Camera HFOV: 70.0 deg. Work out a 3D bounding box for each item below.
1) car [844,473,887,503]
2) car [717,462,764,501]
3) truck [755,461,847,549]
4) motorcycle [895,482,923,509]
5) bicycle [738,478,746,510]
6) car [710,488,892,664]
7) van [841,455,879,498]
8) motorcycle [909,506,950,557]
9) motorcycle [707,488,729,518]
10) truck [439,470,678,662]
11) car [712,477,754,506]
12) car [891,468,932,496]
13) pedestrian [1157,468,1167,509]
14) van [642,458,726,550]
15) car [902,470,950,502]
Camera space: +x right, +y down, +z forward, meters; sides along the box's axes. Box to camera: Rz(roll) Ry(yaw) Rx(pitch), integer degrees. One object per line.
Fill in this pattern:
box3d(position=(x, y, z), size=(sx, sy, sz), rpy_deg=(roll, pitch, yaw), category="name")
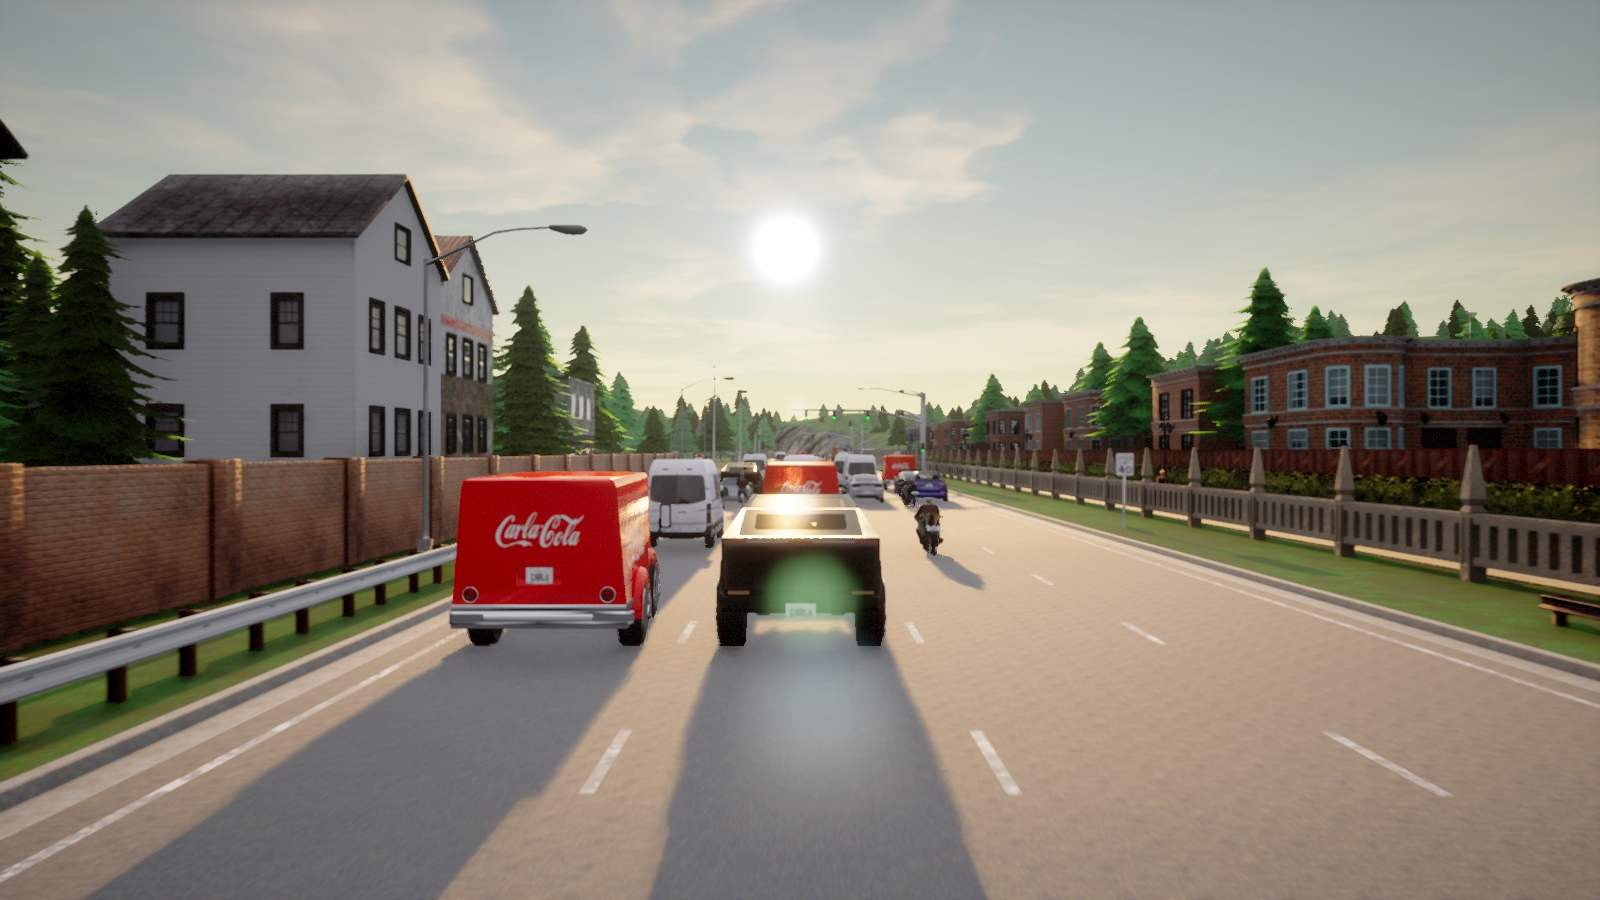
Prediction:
box3d(position=(3.577, 2.071, 63.089), size=(2.097, 1.535, 5.006), rpy_deg=(0, 0, 0), category="car")
box3d(position=(-3.418, 1.792, 66.977), size=(2.390, 2.098, 6.274), rpy_deg=(0, 0, 0), category="car")
box3d(position=(0.038, 1.591, 35.207), size=(2.627, 2.467, 5.204), rpy_deg=(0, 0, 0), category="truck")
box3d(position=(5.446, 2.238, 57.071), size=(0.867, 1.251, 2.209), rpy_deg=(0, 0, -10), category="motorcycle")
box3d(position=(-2.810, 2.092, 55.135), size=(0.329, 1.471, 1.835), rpy_deg=(0, 0, -5), category="bicycle")
box3d(position=(0.014, 1.765, 18.165), size=(2.390, 2.098, 6.274), rpy_deg=(0, 0, 0), category="car")
box3d(position=(3.628, 1.575, 70.487), size=(1.988, 2.561, 5.915), rpy_deg=(0, 0, 0), category="van")
box3d(position=(3.556, 2.223, 31.503), size=(0.867, 1.251, 2.209), rpy_deg=(0, 0, 0), category="motorcycle")
box3d(position=(-3.444, 2.213, 48.063), size=(0.803, 1.199, 2.033), rpy_deg=(0, 0, 0), category="motorcycle")
box3d(position=(-3.476, 1.575, 17.715), size=(2.627, 2.467, 5.204), rpy_deg=(0, 0, 0), category="truck")
box3d(position=(-3.483, 2.153, 60.128), size=(1.994, 1.385, 4.181), rpy_deg=(0, 0, 0), category="car")
box3d(position=(7.089, 2.025, 72.880), size=(2.097, 1.638, 5.238), rpy_deg=(0, 0, 0), category="car")
box3d(position=(16.467, 1.732, 51.976), size=(0.375, 1.860, 0.375), rpy_deg=(0, 0, 0), category="pedestrian")
box3d(position=(-3.465, 1.555, 35.186), size=(1.988, 2.561, 5.915), rpy_deg=(0, 0, 0), category="van")
box3d(position=(7.075, 2.006, 64.543), size=(2.242, 1.667, 4.611), rpy_deg=(0, 0, 0), category="car")
